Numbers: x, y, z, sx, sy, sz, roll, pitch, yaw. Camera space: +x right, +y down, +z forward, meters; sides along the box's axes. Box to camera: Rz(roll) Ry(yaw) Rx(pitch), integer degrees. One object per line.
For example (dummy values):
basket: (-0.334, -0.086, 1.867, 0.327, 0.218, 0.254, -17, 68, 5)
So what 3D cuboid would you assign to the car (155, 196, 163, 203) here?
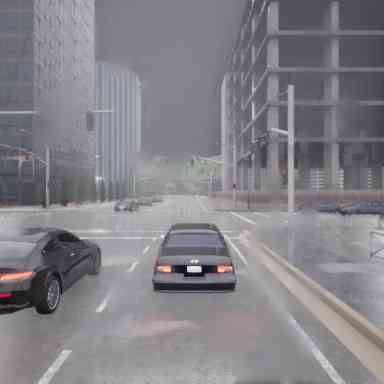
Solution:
car: (-7.130, 1.563, 69.172, 1.994, 1.385, 4.181, 0, 0, 0)

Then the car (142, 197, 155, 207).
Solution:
car: (-7.187, 1.504, 50.643, 1.837, 1.490, 4.892, 0, 0, 0)

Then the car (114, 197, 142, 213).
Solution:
car: (-7.167, 1.474, 36.347, 2.128, 1.511, 4.902, 0, -1, 0)

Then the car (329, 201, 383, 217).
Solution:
car: (15.848, 1.492, 30.283, 5.357, 1.411, 2.033, 0, 0, 0)

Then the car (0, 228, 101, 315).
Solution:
car: (-3.454, 1.526, 7.459, 1.812, 1.442, 4.674, 0, 0, 0)

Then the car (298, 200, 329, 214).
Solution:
car: (12.980, 1.508, 33.767, 4.181, 1.385, 1.994, 0, 0, 0)

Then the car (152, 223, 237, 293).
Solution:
car: (0.054, 1.547, 8.976, 2.033, 1.411, 5.357, 0, 0, 0)
